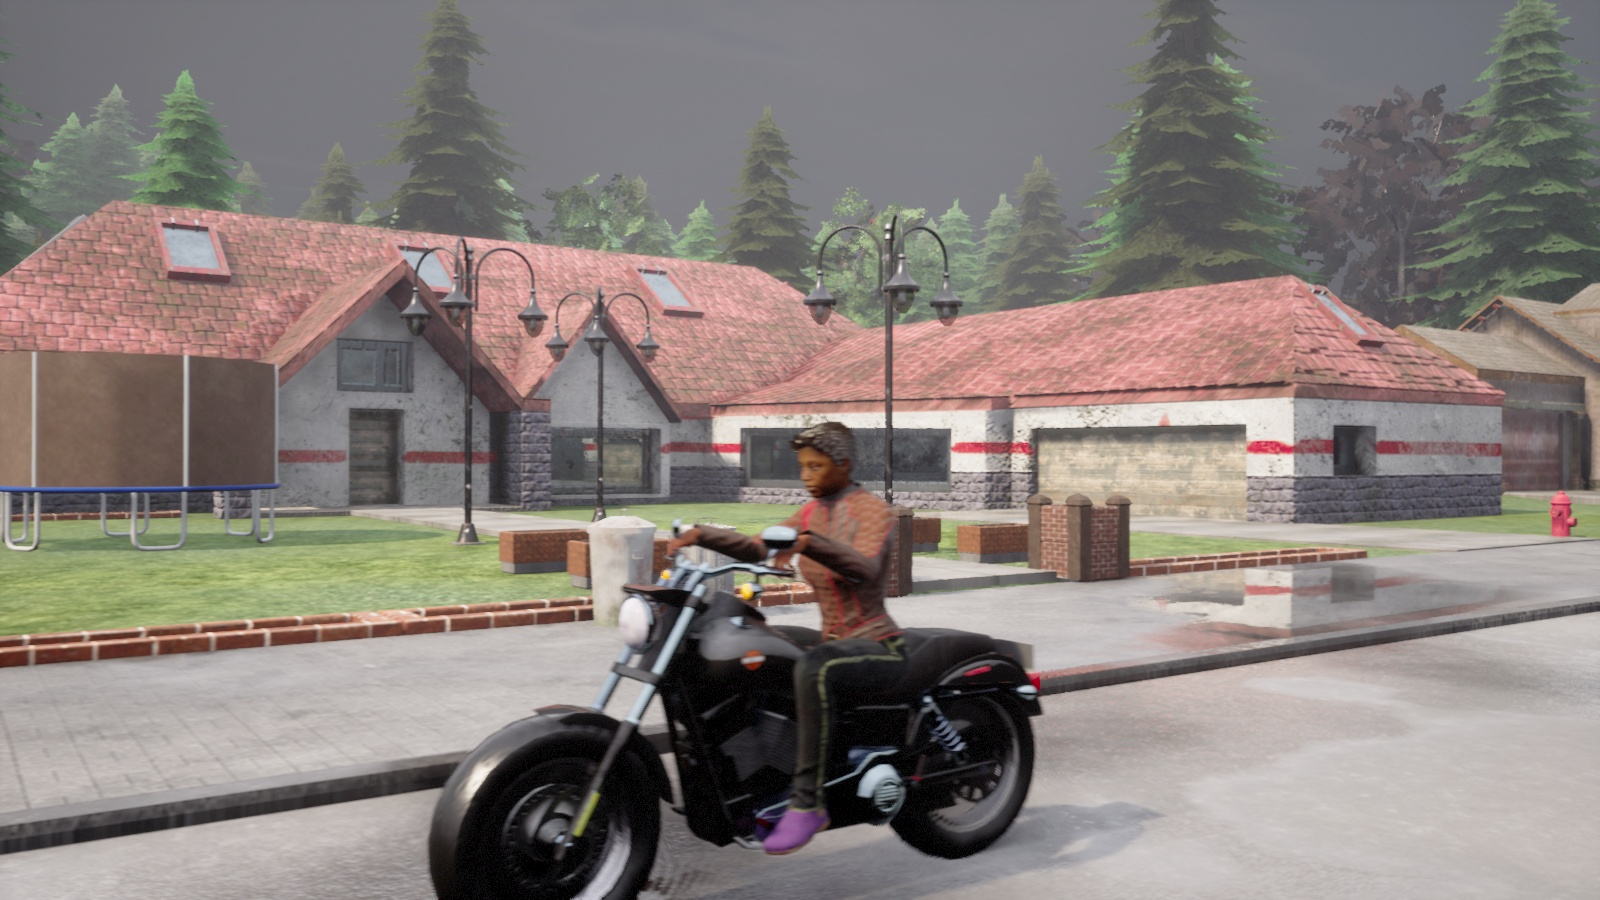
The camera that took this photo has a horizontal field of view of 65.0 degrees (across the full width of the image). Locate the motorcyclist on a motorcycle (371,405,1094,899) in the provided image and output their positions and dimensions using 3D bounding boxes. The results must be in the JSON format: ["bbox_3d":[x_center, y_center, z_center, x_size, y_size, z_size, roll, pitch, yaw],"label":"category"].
[{"bbox_3d":[-0.122,0.707,4.184,2.350,1.649,0.766,0,0,-35],"label":"motorcyclist on a motorcycle"}]
